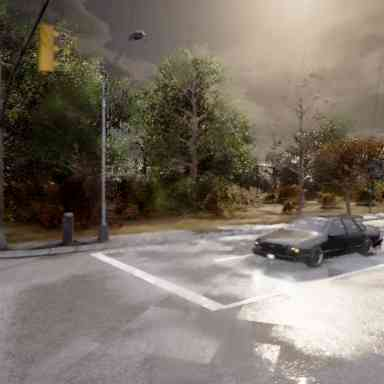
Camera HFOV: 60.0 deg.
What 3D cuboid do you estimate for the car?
[{"bbox_3d":[4.533,1.539,11.510,5.357,1.411,2.033,0,0,-35],"label":"car"}]
